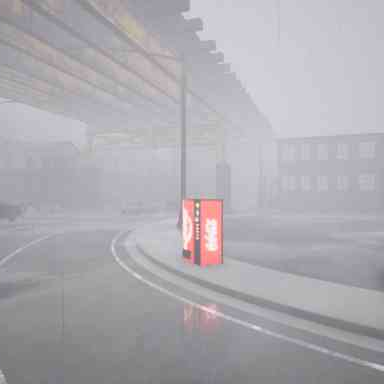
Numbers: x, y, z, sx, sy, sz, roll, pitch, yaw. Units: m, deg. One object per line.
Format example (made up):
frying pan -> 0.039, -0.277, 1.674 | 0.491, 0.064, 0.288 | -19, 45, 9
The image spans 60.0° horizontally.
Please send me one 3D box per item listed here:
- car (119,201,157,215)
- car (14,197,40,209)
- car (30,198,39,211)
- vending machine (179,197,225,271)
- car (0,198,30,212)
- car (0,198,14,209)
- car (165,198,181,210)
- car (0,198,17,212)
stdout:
car -> -5.297, 1.601, 33.604 | 1.895, 1.301, 4.718 | 0, 0, 20
car -> -19.909, 1.295, 40.057 | 1.853, 1.218, 4.536 | 0, 0, -39
car -> -19.876, 1.452, 40.017 | 2.038, 1.542, 4.974 | 0, 0, -39
vending machine -> 0.303, 1.195, 10.088 | 1.100, 2.100, 0.880 | 0, 0, -28
car -> -12.589, 1.194, 20.441 | 2.033, 1.411, 5.357 | 0, 0, 3
car -> -22.991, 1.295, 37.879 | 4.536, 1.218, 1.853 | 0, 0, -9
car -> -1.720, 1.478, 43.111 | 1.882, 1.535, 5.008 | 0, 0, 21
car -> -22.940, 1.452, 37.888 | 4.974, 1.542, 2.038 | 0, 0, -9
